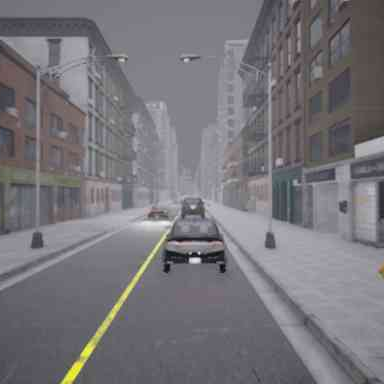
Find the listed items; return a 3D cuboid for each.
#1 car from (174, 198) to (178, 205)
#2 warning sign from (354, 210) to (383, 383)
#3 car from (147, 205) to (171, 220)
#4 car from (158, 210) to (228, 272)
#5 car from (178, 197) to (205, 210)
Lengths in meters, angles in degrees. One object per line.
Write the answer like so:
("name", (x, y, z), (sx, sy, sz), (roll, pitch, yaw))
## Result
("car", (-3.013, 2.084, 73.500), (2.128, 1.511, 4.902), (0, 0, 0))
("warning sign", (2.716, 1.151, 3.711), (1.300, 1.860, 1.060), (0, -1, 0))
("car", (-3.104, 1.890, 31.812), (1.895, 1.301, 4.718), (0, 0, 0))
("car", (0.087, 1.597, 11.135), (2.128, 1.511, 4.902), (0, 0, 0))
("car", (0.093, 1.514, 32.182), (2.150, 2.045, 5.566), (0, -1, 0))
